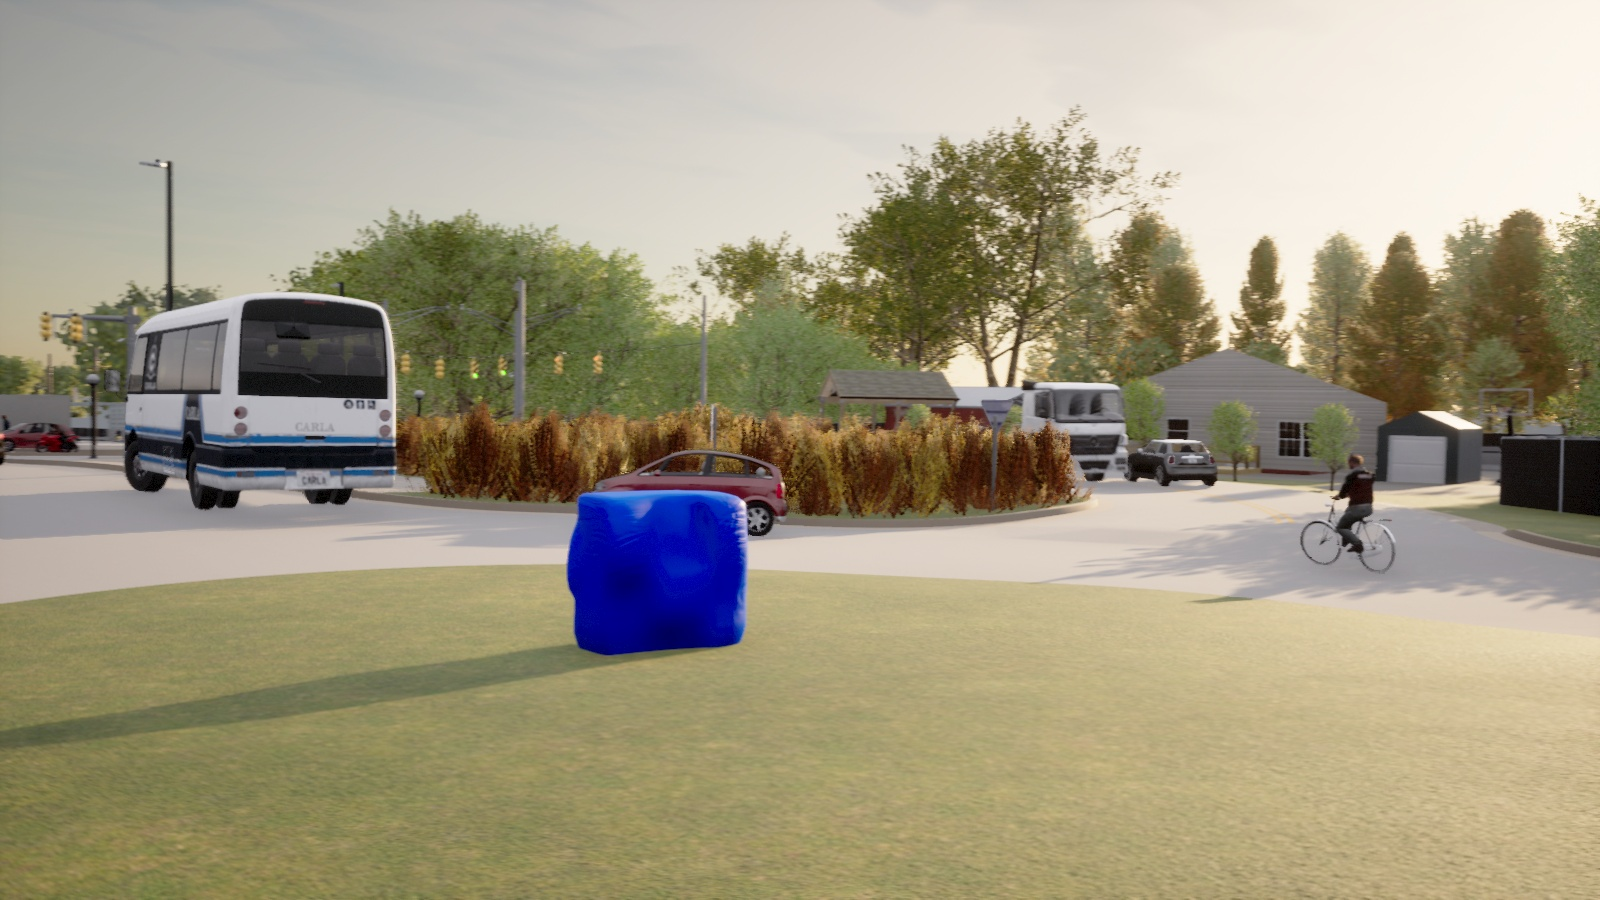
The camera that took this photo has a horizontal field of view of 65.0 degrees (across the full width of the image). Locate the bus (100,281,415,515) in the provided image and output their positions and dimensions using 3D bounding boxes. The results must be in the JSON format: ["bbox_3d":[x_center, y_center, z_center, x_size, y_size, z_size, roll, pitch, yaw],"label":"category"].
[{"bbox_3d":[-12.518,-1.136,28.131,3.944,4.253,10.273,0,2,-38],"label":"bus"}]

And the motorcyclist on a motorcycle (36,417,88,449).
[{"bbox_3d":[-36.930,-0.822,62.887,0.797,1.523,2.044,3,1,37],"label":"motorcyclist on a motorcycle"}]

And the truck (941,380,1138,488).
[{"bbox_3d":[8.226,-0.621,44.429,2.891,3.462,7.936,0,2,-22],"label":"truck"}]

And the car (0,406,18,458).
[{"bbox_3d":[-27.982,-0.600,41.653,4.611,1.667,2.242,1,2,42],"label":"car"}]

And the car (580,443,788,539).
[{"bbox_3d":[-2.160,0.755,23.796,3.705,1.549,1.789,3,1,-3],"label":"car"}]

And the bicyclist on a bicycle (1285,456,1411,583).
[{"bbox_3d":[8.228,1.001,18.934,0.659,1.776,1.843,-1,1,-19],"label":"bicyclist on a bicycle"}]

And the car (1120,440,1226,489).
[{"bbox_3d":[12.380,0.446,41.950,1.970,1.475,3.806,0,2,-8],"label":"car"}]

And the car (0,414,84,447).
[{"bbox_3d":[-39.814,-0.997,65.405,1.851,1.617,3.988,1,0,41],"label":"car"}]
